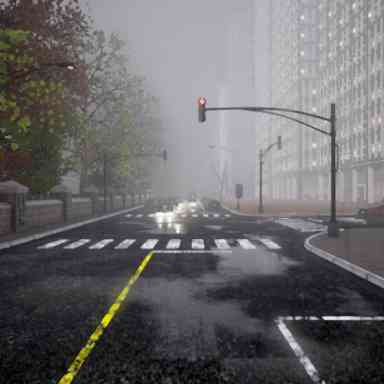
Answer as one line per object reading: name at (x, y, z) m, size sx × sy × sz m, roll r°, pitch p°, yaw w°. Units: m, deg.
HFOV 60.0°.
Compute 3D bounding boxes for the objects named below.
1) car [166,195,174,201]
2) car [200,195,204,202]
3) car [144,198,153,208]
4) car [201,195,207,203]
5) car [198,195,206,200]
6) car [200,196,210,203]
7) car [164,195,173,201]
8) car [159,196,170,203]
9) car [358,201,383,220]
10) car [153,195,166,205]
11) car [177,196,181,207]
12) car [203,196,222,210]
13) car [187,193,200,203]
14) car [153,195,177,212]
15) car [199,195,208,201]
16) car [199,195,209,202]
car at (-5.678, 1.554, 86.458) m, size 1.887 × 1.381 × 4.507 m, roll 0°, pitch 0°, yaw 0°
car at (2.698, 1.554, 52.664) m, size 1.947 × 1.339 × 4.313 m, roll 0°, pitch 0°, yaw 0°
car at (-5.683, 1.569, 47.032) m, size 1.802 × 1.307 × 4.206 m, roll 0°, pitch 0°, yaw 0°
car at (2.697, 1.553, 47.031) m, size 1.947 × 1.339 × 4.313 m, roll 0°, pitch 0°, yaw 0°
car at (2.703, 1.566, 92.090) m, size 2.008 × 1.369 × 4.403 m, roll 0°, pitch 0°, yaw 0°
car at (2.701, 1.540, 69.562) m, size 1.887 × 1.381 × 4.507 m, roll 0°, pitch 0°, yaw 0°
car at (-5.678, 1.444, 80.826) m, size 1.967 × 1.590 × 4.097 m, roll 0°, pitch 0°, yaw 0°
car at (-5.679, 1.521, 69.393) m, size 1.752 × 1.417 × 4.829 m, roll 0°, pitch 0°, yaw 0°
car at (14.609, 1.284, 24.607) m, size 4.181 × 1.385 × 1.994 m, roll -1°, pitch 0°, yaw 0°
car at (-5.681, 1.430, 58.297) m, size 1.967 × 1.590 × 4.097 m, roll 0°, pitch 0°, yaw 0°
car at (-3.081, 1.465, 51.588) m, size 1.882 × 1.535 × 5.008 m, roll 0°, pitch 0°, yaw 0°
car at (2.697, 1.552, 41.399) m, size 1.947 × 1.339 × 4.313 m, roll 0°, pitch 0°, yaw 0°
car at (0.008, 1.542, 68.268) m, size 2.033 × 1.411 × 5.357 m, roll 0°, pitch 0°, yaw 0°
car at (-3.145, 1.478, 39.556) m, size 2.128 × 1.511 × 4.902 m, roll 0°, pitch 0°, yaw -3°
car at (2.702, 1.444, 80.825) m, size 1.967 × 1.590 × 4.097 m, roll 0°, pitch 0°, yaw 0°
car at (2.702, 1.440, 75.193) m, size 1.967 × 1.590 × 4.097 m, roll 0°, pitch 0°, yaw 0°
